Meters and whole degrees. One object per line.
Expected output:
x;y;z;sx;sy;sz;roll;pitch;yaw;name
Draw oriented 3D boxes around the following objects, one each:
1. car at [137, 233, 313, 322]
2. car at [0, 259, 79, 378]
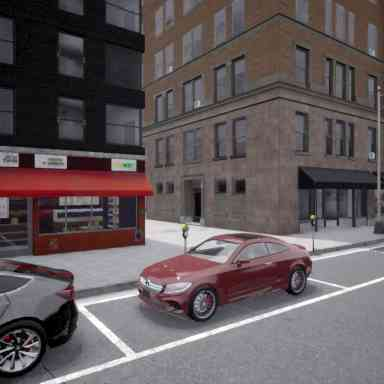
0.884;1.583;7.159;4.206;1.307;1.802;0;0;-35;car
-3.598;1.566;3.969;4.313;1.339;1.947;0;0;-35;car
